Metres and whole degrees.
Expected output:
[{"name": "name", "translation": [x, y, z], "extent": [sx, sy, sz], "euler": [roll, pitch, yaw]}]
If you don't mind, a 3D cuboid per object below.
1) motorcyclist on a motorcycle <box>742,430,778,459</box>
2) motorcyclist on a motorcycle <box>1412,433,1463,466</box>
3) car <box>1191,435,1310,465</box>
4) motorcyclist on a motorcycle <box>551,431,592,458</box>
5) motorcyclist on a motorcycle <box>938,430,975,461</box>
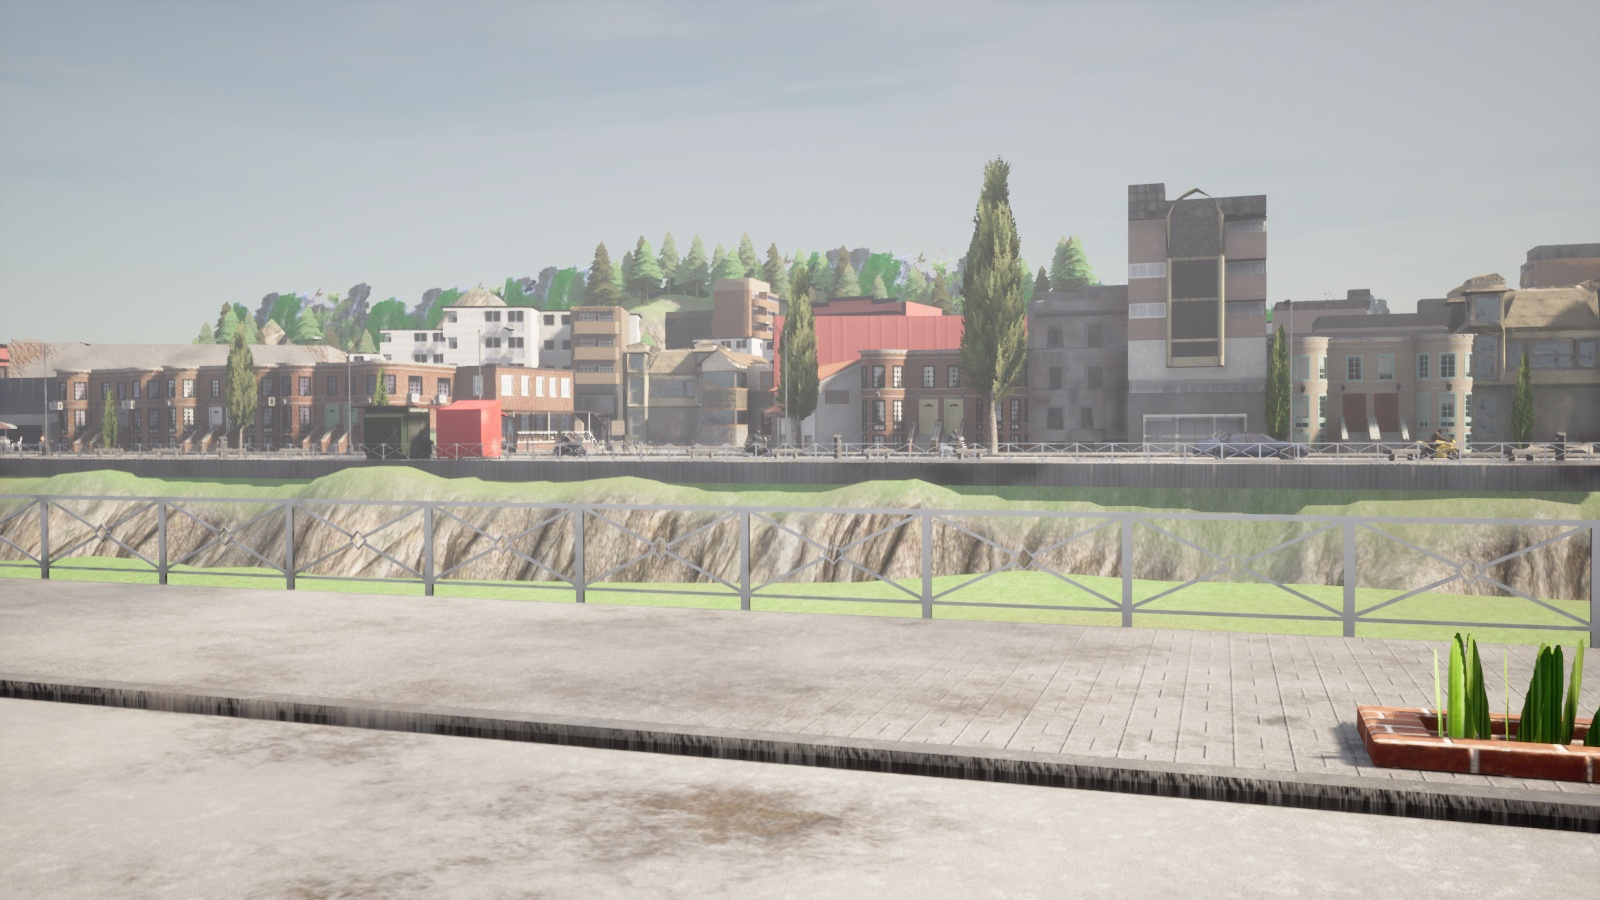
[{"name": "motorcyclist on a motorcycle", "translation": [-2.234, -0.332, 69.573], "extent": [1.817, 1.590, 0.866], "euler": [1, 1, 19]}, {"name": "motorcyclist on a motorcycle", "translation": [29.843, -0.025, 58.796], "extent": [2.044, 1.523, 0.797], "euler": [0, 1, 19]}, {"name": "car", "translation": [21.977, -0.028, 61.441], "extent": [5.357, 1.411, 2.033], "euler": [0, 1, 19]}, {"name": "motorcyclist on a motorcycle", "translation": [-13.336, -0.346, 73.304], "extent": [2.191, 1.530, 0.866], "euler": [0, 1, 19]}, {"name": "motorcyclist on a motorcycle", "translation": [8.237, -0.241, 66.055], "extent": [1.817, 1.590, 0.866], "euler": [1, 1, 19]}]
